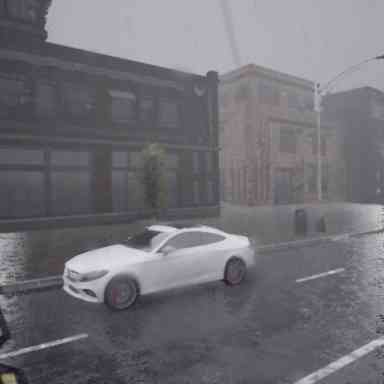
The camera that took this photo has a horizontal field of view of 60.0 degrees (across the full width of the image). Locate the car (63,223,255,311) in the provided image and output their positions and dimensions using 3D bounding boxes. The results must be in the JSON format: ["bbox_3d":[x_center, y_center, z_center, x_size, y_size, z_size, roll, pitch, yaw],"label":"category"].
[{"bbox_3d":[-0.539,1.505,7.830,4.674,1.442,1.812,0,0,-35],"label":"car"}]
